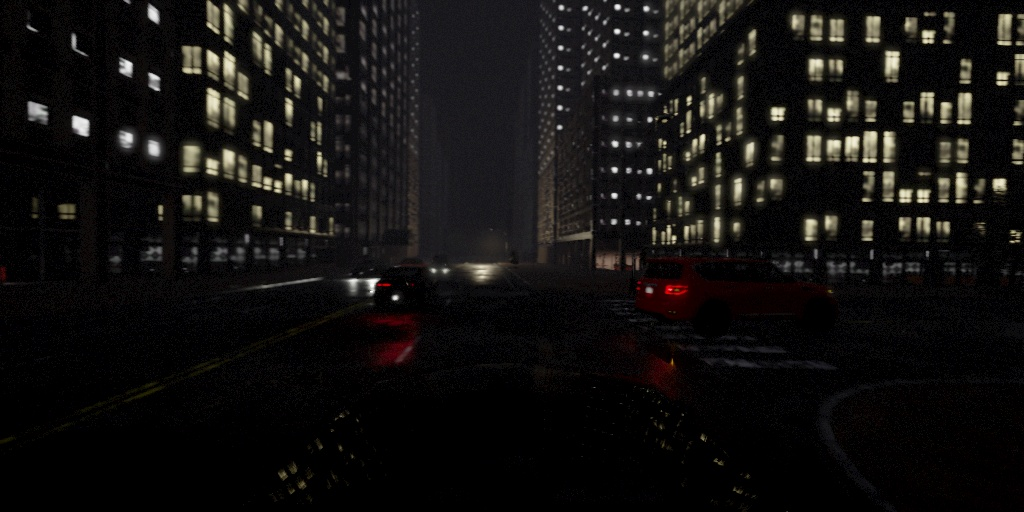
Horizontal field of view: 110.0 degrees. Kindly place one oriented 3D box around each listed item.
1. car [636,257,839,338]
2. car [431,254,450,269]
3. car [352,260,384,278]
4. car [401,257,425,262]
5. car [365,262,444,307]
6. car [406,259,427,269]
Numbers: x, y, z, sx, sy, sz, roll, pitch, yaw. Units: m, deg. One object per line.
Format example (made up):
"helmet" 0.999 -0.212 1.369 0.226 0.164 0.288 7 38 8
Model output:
"car" 6.396 1.063 10.388 5.566 2.045 2.150 1 -1 -12
"car" -10.060 0.741 51.108 2.150 2.045 5.566 1 0 -4
"car" -11.955 1.061 30.424 1.812 1.442 4.674 1 0 -4
"car" -8.725 0.924 30.940 2.097 1.767 4.553 1 0 -4
"car" -4.178 1.171 14.782 1.837 1.490 4.892 1 0 -4
"car" -13.247 1.082 50.006 1.895 1.301 4.718 1 0 -3
